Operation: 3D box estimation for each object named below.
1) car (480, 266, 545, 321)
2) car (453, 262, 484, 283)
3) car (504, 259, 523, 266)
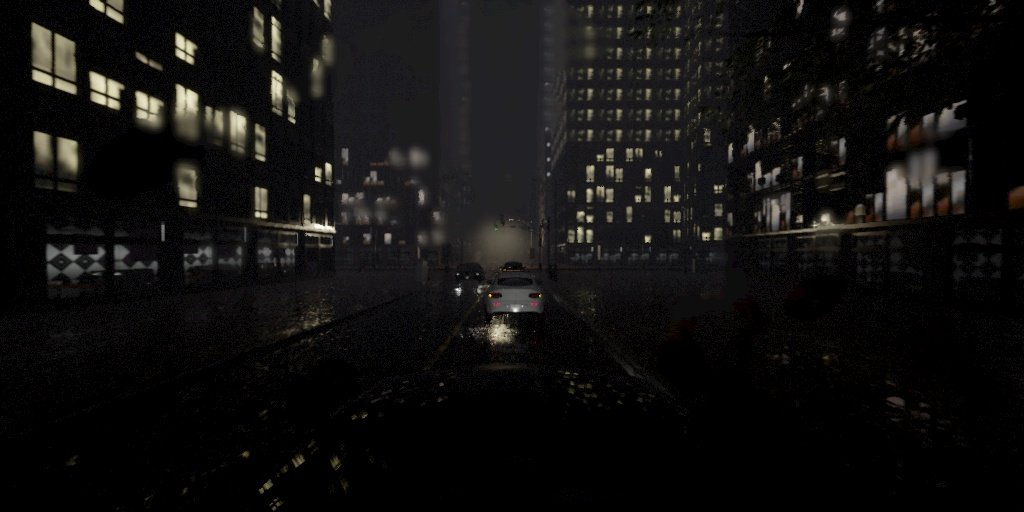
[{"bbox_3d":[0.087,1.250,12.266,1.812,1.442,4.674,0,0,0],"label":"car"},{"bbox_3d":[-3.064,1.219,26.952,1.812,1.442,4.674,0,0,0],"label":"car"},{"bbox_3d":[0.099,1.195,28.182,1.837,1.490,4.892,0,0,0],"label":"car"}]
